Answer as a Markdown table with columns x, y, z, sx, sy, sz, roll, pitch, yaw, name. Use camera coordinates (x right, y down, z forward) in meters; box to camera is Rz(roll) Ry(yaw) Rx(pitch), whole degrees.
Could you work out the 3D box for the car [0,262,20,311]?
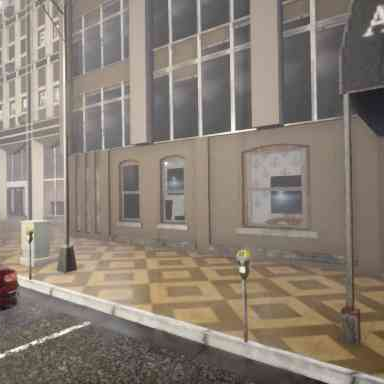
| x | y | z | sx | sy | sz | roll | pitch | yaw | name |
| --- | --- | --- | --- | --- | --- | --- | --- | --- | --- |
| -4.954 | 1.584 | 6.419 | 4.206 | 1.307 | 1.802 | 0 | -1 | 36 | car |
